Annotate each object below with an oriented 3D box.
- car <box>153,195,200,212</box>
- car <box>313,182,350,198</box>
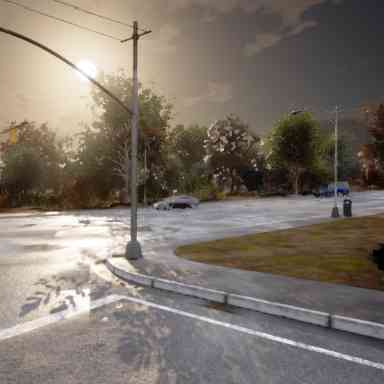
[{"bbox_3d":[-1.480,1.077,32.320,4.902,1.511,2.128,-2,2,-38],"label":"car"},{"bbox_3d":[19.205,-0.288,45.788,5.566,2.045,2.150,-3,2,-27],"label":"car"}]
